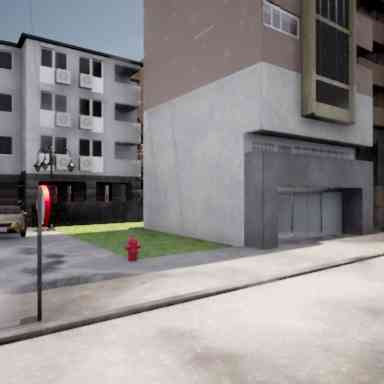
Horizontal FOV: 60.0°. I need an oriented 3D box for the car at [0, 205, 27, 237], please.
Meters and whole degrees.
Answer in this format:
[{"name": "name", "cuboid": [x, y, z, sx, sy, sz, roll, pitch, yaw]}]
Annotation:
[{"name": "car", "cuboid": [-9.314, 1.415, 16.801, 1.816, 1.474, 4.193, 0, 0, -25]}]
